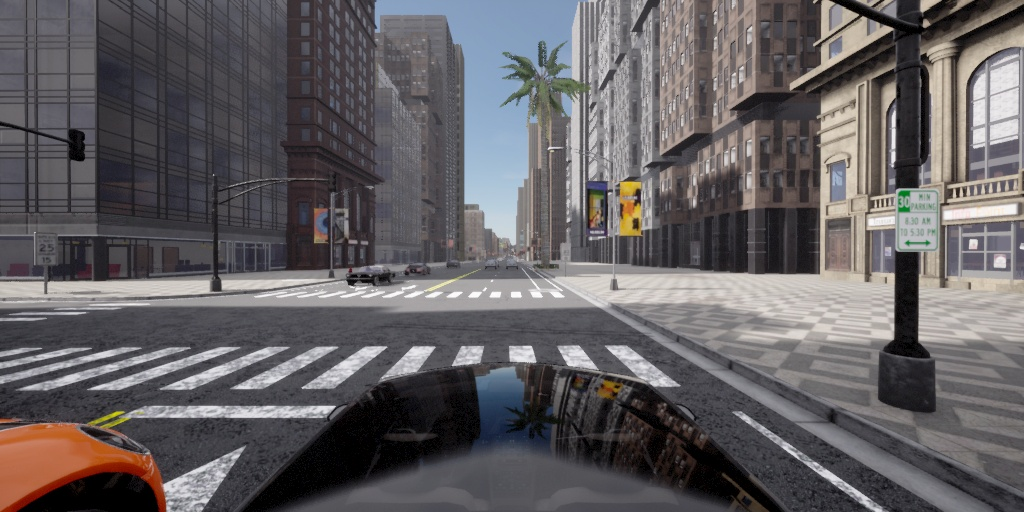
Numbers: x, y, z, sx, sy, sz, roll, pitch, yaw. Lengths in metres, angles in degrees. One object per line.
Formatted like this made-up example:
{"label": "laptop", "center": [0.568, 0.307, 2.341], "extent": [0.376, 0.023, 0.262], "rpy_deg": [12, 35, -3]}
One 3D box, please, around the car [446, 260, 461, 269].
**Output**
{"label": "car", "center": [-9.732, 1.343, 59.869], "extent": [2.033, 1.411, 5.357], "rpy_deg": [0, 0, 0]}

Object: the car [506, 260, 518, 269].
{"label": "car", "center": [0.024, 1.335, 55.734], "extent": [2.033, 1.411, 5.357], "rpy_deg": [0, 0, 0]}

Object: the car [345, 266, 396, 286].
{"label": "car", "center": [-9.840, 1.356, 25.262], "extent": [1.895, 1.301, 4.718], "rpy_deg": [0, 0, 0]}

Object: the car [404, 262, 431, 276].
{"label": "car", "center": [-9.833, 1.325, 37.650], "extent": [1.994, 1.385, 4.181], "rpy_deg": [0, 0, 0]}

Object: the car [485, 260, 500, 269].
{"label": "car", "center": [-3.226, 1.335, 55.736], "extent": [2.033, 1.411, 5.357], "rpy_deg": [0, 0, 0]}

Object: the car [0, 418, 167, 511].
{"label": "car", "center": [-3.150, 1.102, 0.256], "extent": [2.097, 1.767, 4.553], "rpy_deg": [0, 0, 0]}
